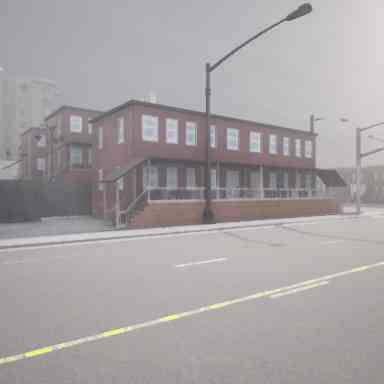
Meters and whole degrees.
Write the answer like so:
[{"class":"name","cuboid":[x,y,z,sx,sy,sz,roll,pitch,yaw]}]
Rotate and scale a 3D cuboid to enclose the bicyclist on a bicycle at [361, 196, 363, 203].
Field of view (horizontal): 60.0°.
[{"class":"bicyclist on a bicycle","cuboid":[30.081,1.298,59.318,1.656,1.620,0.582,0,0,-36]}]
